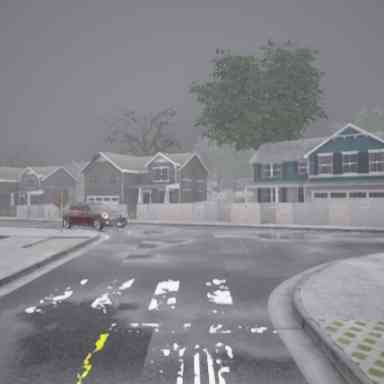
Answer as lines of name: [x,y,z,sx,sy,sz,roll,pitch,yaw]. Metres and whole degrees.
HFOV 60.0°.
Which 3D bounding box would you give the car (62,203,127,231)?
car: [-6.431,1.508,21.943,4.553,1.767,2.097,-3,-2,33]
